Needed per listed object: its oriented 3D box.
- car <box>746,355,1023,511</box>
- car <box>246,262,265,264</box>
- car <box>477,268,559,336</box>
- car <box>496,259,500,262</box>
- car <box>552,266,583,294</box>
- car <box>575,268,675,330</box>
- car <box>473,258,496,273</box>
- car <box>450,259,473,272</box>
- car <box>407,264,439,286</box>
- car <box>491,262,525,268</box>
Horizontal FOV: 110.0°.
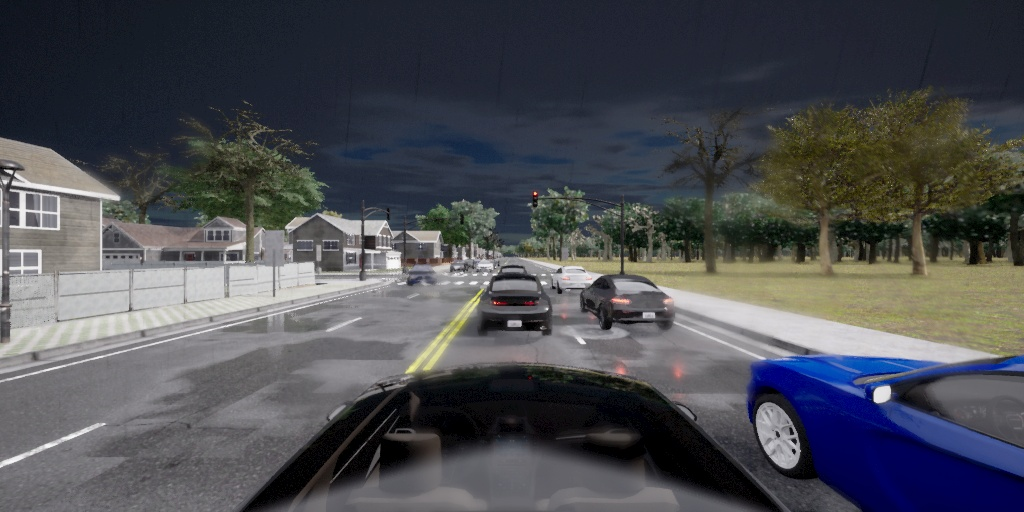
[{"bbox_3d":[3.350,1.228,1.695,1.882,1.535,5.008,0,0,0],"label":"car"},{"bbox_3d":[-21.348,1.275,30.822,4.902,1.511,2.128,0,0,0],"label":"car"},{"bbox_3d":[0.084,1.255,10.370,1.837,1.490,4.892,0,0,0],"label":"car"},{"bbox_3d":[-3.328,1.238,55.002,1.837,1.490,4.892,0,0,1],"label":"car"},{"bbox_3d":[3.313,1.276,20.114,1.812,1.442,4.674,0,0,0],"label":"car"},{"bbox_3d":[3.334,1.276,11.009,1.812,1.442,4.674,0,0,0],"label":"car"},{"bbox_3d":[-3.339,1.268,44.642,1.812,1.442,4.674,0,0,0],"label":"car"},{"bbox_3d":[-6.587,1.233,45.091,2.128,1.511,4.902,0,0,0],"label":"car"},{"bbox_3d":[-6.313,1.298,25.360,2.033,1.411,5.357,0,0,-16],"label":"car"},{"bbox_3d":[0.060,1.255,19.786,1.837,1.490,4.892,0,0,0],"label":"car"}]
